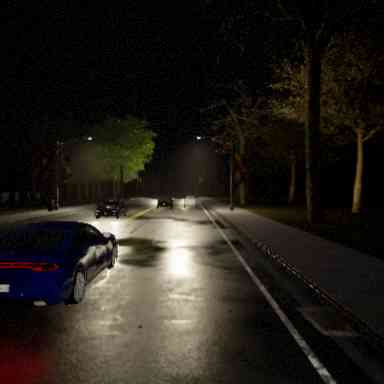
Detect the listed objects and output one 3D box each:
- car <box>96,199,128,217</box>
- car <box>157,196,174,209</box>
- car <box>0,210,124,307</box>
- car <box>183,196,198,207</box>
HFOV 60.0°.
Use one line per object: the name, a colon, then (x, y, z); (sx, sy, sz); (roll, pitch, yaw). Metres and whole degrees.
car: (-6.590, 1.379, 27.602); (1.837, 1.490, 4.892); (0, 0, 0)
car: (-3.346, 1.297, 42.179); (1.882, 1.535, 5.008); (0, 0, -1)
car: (-3.164, 1.440, 8.011); (1.882, 1.535, 5.008); (0, 0, 0)
car: (-0.190, 1.331, 45.841); (1.812, 1.442, 4.674); (0, 0, 0)
